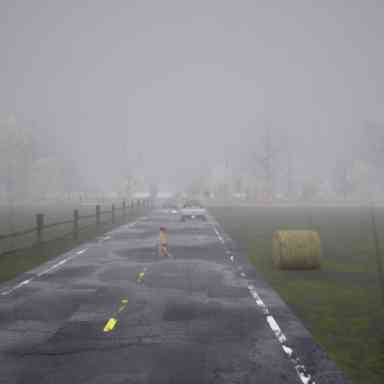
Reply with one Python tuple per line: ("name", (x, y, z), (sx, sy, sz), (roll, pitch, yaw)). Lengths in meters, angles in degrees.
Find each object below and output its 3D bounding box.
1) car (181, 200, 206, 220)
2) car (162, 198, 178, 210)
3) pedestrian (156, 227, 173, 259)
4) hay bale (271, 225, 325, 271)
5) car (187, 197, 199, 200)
("car", (0.105, 1.567, 27.286), (1.895, 1.301, 4.718), (0, 0, 0))
("car", (-2.769, 1.487, 42.514), (2.033, 1.411, 5.357), (0, 0, 0))
("pedestrian", (-0.942, 1.665, 11.091), (0.500, 1.100, 0.500), (0, 1, -1))
("hay bale", (3.131, 1.648, 10.024), (1.220, 1.180, 1.240), (0, 1, 0))
("car", (0.109, 1.444, 40.793), (1.837, 1.490, 4.892), (0, -1, 0))
